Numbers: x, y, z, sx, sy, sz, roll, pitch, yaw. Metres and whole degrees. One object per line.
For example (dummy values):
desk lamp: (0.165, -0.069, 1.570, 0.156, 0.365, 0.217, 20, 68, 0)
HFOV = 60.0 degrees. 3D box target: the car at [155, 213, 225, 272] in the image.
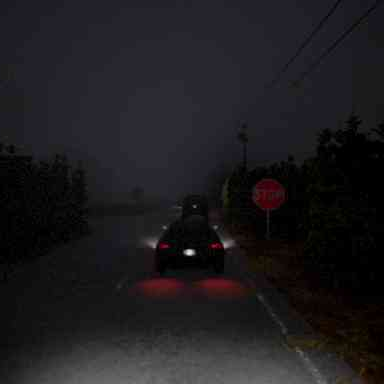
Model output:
car: (-0.062, 1.577, 10.805, 1.994, 1.385, 4.181, 0, 0, 0)

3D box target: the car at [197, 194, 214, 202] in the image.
car: (3.219, 1.392, 80.522, 2.097, 1.767, 4.553, 0, 0, -25)

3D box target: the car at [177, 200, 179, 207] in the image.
car: (-1.254, 1.617, 53.118, 2.033, 1.411, 5.357, 0, 0, 5)

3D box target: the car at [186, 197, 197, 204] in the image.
car: (-0.039, 1.683, 68.395, 1.895, 1.301, 4.718, 0, 0, 4)

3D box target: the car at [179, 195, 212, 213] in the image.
car: (0.382, 1.257, 28.808, 2.150, 2.045, 5.566, 0, 0, 3)
